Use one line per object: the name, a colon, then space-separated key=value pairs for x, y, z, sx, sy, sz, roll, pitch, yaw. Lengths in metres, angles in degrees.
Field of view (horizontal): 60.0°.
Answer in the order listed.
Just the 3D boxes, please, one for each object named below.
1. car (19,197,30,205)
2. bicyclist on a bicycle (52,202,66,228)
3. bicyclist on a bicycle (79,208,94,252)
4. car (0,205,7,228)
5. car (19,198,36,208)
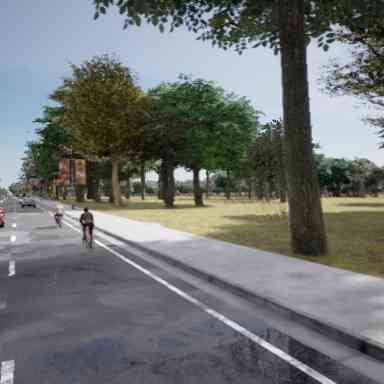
car: x=-33.235 y=1.757 z=65.971 sx=1.895 sy=1.301 sz=4.718 roll=-1 pitch=0 yaw=-28
bicyclist on a bicycle: x=-8.472 y=1.427 z=21.186 sx=0.866 sy=1.612 sz=1.509 roll=-1 pitch=0 yaw=-28
bicyclist on a bicycle: x=-4.017 y=1.427 z=12.740 sx=0.582 sy=1.620 sz=1.656 roll=-1 pitch=0 yaw=-28
car: x=-13.561 y=1.422 z=22.110 sx=2.097 sy=1.767 sz=4.553 roll=-1 pitch=0 yaw=-28
car: x=-24.104 y=1.635 z=48.952 sx=2.033 sy=1.411 sz=5.357 roll=-1 pitch=0 yaw=-28
